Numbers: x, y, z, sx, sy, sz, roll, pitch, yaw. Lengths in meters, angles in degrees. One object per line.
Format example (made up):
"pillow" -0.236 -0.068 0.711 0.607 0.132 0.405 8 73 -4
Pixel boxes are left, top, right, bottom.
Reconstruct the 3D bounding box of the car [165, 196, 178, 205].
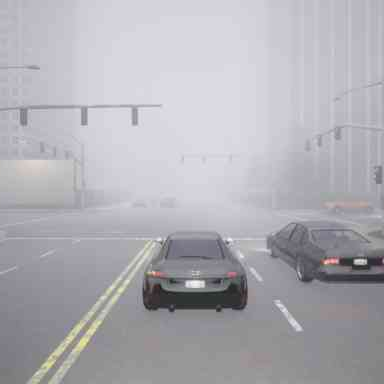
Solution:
"car" -3.598 1.477 58.374 1.882 1.535 5.008 0 0 0

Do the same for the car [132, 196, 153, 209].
"car" -7.115 1.547 46.542 2.033 1.411 5.357 0 0 0

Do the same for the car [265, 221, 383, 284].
"car" 3.579 1.547 9.645 2.033 1.411 5.357 0 0 -1

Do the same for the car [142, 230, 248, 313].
"car" 0.060 1.564 7.770 1.994 1.385 4.181 0 0 0

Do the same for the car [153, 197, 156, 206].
"car" -7.103 1.505 55.984 1.837 1.490 4.892 0 0 0

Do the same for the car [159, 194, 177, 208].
"car" -3.613 1.505 48.897 1.837 1.490 4.892 0 0 0

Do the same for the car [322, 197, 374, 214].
"car" 15.484 1.296 33.248 4.553 1.767 2.097 0 0 0
